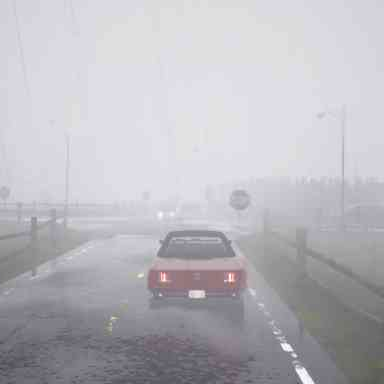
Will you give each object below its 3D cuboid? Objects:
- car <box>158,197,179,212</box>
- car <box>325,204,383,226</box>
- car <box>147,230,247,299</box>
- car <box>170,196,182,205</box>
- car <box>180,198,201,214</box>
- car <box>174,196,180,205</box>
[{"bbox_3d":[-2.888,1.582,39.326,1.994,1.385,4.181,0,0,-1],"label":"car"},{"bbox_3d":[12.816,1.703,25.743,4.553,1.767,2.097,1,-1,-1],"label":"car"},{"bbox_3d":[0.094,1.602,8.376,1.895,1.301,4.718,0,0,0],"label":"car"},{"bbox_3d":[-2.878,1.520,60.041,1.882,1.535,5.008,0,0,1],"label":"car"},{"bbox_3d":[-0.113,1.616,36.163,1.895,1.301,4.718,0,0,-2],"label":"car"},{"bbox_3d":[-2.886,1.577,49.578,2.033,1.411,5.357,0,0,0],"label":"car"}]
